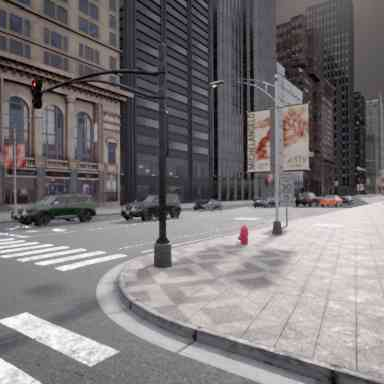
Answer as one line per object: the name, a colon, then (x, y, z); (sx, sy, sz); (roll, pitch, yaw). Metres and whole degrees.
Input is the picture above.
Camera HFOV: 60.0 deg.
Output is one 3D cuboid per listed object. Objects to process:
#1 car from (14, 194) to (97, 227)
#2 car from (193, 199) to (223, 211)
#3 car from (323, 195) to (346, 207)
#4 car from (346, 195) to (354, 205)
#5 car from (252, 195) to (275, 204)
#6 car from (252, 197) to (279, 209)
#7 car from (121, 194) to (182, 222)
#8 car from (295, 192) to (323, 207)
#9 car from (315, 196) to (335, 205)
car: (-9.343, 1.208, 23.262); (2.150, 2.045, 5.566); (0, 0, 36)
car: (1.931, 1.504, 39.064); (1.994, 1.385, 4.181); (-1, 0, 36)
car: (19.897, 1.188, 47.174); (2.097, 1.767, 4.553); (-1, 0, 36)
car: (25.282, 1.331, 54.740); (1.837, 1.490, 4.892); (-1, 0, 35)
car: (11.206, 1.158, 51.947); (1.895, 1.301, 4.718); (-1, 0, 35)
car: (10.018, 1.444, 44.767); (2.033, 1.411, 5.357); (-1, 0, 36)
car: (-3.077, 1.171, 26.434); (2.150, 2.045, 5.566); (-1, 0, 35)
car: (16.759, 1.082, 48.374); (2.150, 2.045, 5.566); (-1, 0, 36)
car: (22.851, 1.397, 56.930); (2.033, 1.411, 5.357); (-1, 0, 35)
